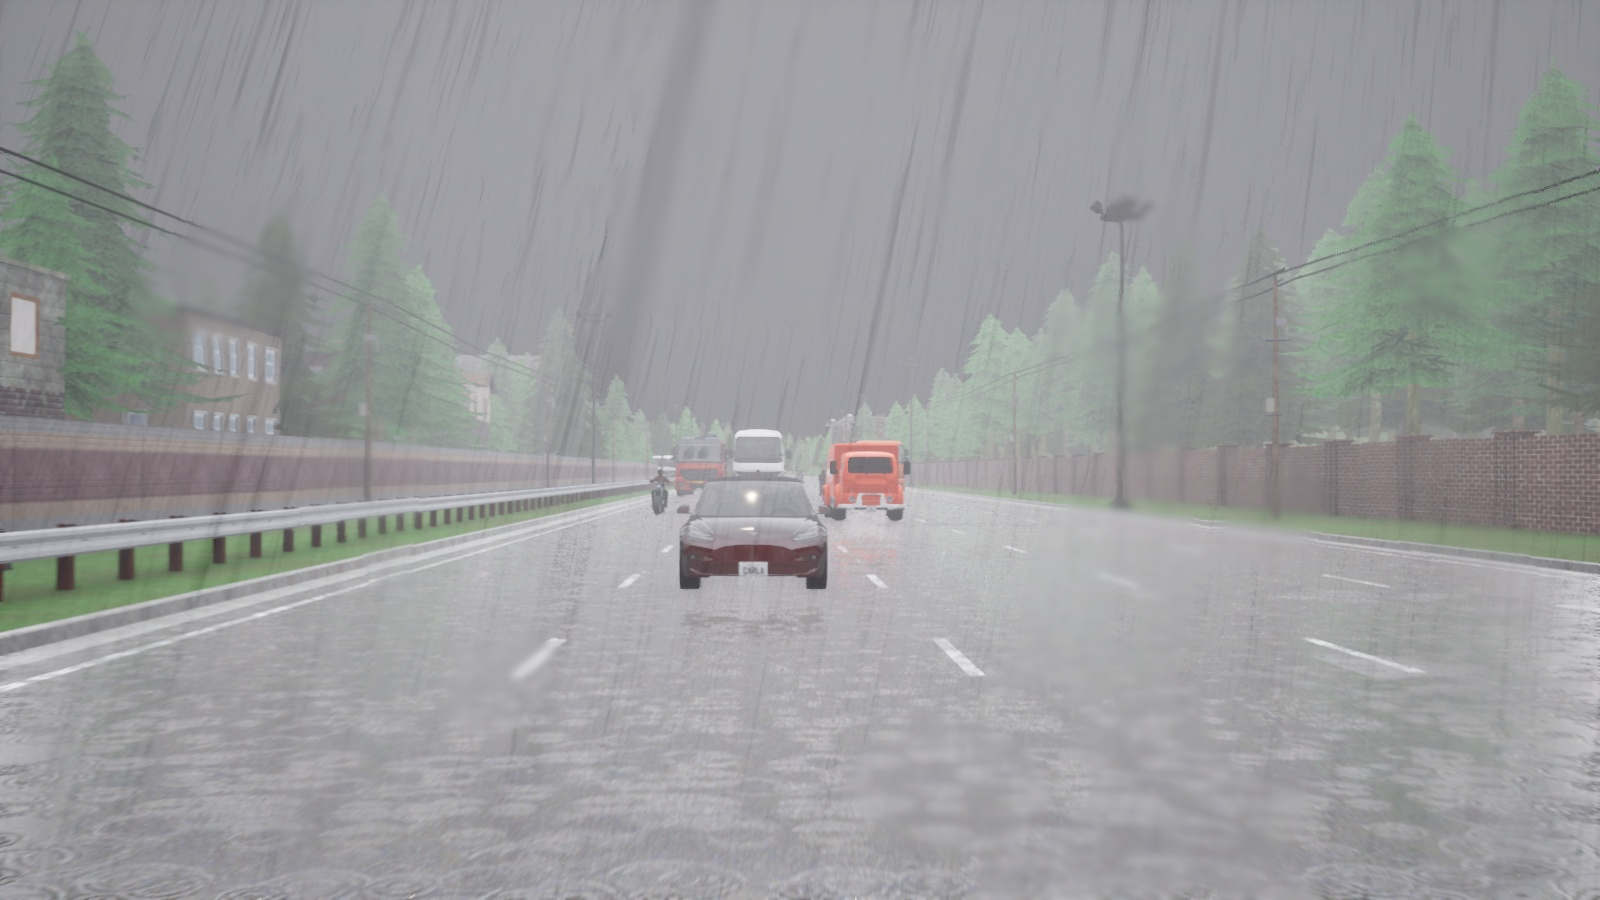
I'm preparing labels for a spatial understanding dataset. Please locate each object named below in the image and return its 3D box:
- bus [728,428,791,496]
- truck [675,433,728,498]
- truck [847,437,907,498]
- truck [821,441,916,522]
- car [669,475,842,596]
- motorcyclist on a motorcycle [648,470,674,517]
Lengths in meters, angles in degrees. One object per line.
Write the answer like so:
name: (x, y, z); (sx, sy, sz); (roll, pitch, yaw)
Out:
bus: (-2.677, 0.841, 83.192); (3.944, 4.253, 10.273); (0, -1, -2)
truck: (-6.024, 0.982, 78.283); (2.891, 3.827, 8.468); (0, -1, -2)
truck: (4.559, 1.086, 75.832); (2.891, 3.462, 7.936); (0, -1, -2)
truck: (2.146, 1.008, 41.113); (2.627, 2.467, 5.204); (0, -1, -2)
car: (-0.634, 1.121, 18.166); (2.163, 1.488, 4.792); (0, -1, -2)
motorcyclist on a motorcycle: (-4.981, 1.538, 45.103); (0.766, 1.649, 2.350); (0, -1, -2)
